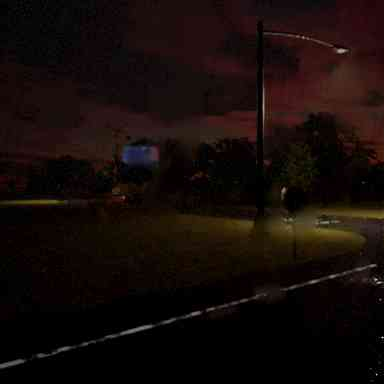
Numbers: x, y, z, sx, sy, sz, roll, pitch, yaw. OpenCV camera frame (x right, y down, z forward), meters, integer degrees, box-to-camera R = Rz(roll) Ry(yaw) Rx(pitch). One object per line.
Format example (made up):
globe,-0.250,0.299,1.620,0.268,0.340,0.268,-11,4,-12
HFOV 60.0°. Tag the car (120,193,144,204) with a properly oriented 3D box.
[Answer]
car,-10.193,1.083,57.694,2.097,1.767,4.553,0,0,-34

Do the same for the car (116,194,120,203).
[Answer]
car,-13.661,1.071,62.780,2.097,1.767,4.553,0,0,-34
